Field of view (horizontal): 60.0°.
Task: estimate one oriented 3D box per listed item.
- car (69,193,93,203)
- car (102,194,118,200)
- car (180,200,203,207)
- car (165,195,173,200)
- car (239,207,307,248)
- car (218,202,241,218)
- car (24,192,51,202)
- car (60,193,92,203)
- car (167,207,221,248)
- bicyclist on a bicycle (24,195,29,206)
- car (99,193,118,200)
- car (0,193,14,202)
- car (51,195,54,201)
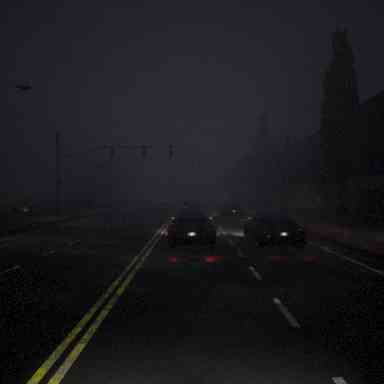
[{"bbox_3d":[-21.409,1.154,64.277,3.866,1.878,1.905,0,0,0],"label":"car"},{"bbox_3d":[-21.419,1.394,86.796,3.806,1.475,1.970,0,0,0],"label":"car"},{"bbox_3d":[-0.018,1.494,29.665,2.128,1.511,4.902,0,0,0],"label":"car"},{"bbox_3d":[-6.384,1.438,92.067,1.882,1.535,5.008,0,0,2],"label":"car"},{"bbox_3d":[3.500,1.571,14.650,1.994,1.385,4.181,0,0,0],"label":"car"},{"bbox_3d":[3.482,1.571,29.694,1.994,1.385,4.181,0,0,0],"label":"car"},{"bbox_3d":[-38.953,1.151,83.893,4.605,1.855,1.932,0,0,0],"label":"car"},{"bbox_3d":[-21.466,1.151,61.383,4.605,1.855,1.932,0,0,0],"label":"car"},{"bbox_3d":[0.000,1.571,14.650,1.994,1.385,4.181,0,0,0],"label":"car"},{"bbox_3d":[-25.457,1.300,51.207,0.582,1.620,1.656,0,0,0],"label":"bicyclist on a bicycle"},{"bbox_3d":[-21.432,1.155,83.901,3.866,1.878,1.905,0,0,0],"label":"car"},{"bbox_3d":[-38.874,1.393,66.995,3.806,1.475,1.970,0,0,0],"label":"car"},{"bbox_3d":[-38.886,1.362,86.789,3.905,1.438,1.784,0,0,0],"label":"car"}]
